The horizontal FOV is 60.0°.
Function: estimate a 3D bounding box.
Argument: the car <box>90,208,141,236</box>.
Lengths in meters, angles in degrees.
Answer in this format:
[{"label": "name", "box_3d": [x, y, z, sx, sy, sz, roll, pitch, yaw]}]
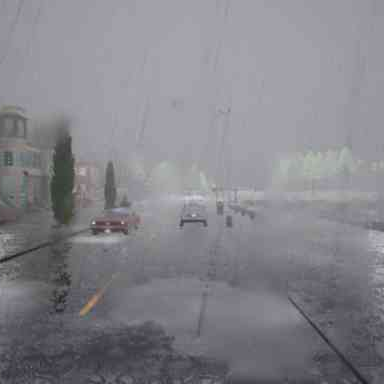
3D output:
[{"label": "car", "box_3d": [-4.094, 1.595, 18.410, 1.895, 1.301, 4.718, 0, 0, 0]}]

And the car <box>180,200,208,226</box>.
[{"label": "car", "box_3d": [0.102, 1.540, 23.444, 2.033, 1.411, 5.357, 0, 0, 0]}]
